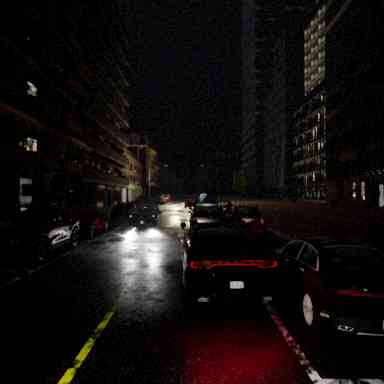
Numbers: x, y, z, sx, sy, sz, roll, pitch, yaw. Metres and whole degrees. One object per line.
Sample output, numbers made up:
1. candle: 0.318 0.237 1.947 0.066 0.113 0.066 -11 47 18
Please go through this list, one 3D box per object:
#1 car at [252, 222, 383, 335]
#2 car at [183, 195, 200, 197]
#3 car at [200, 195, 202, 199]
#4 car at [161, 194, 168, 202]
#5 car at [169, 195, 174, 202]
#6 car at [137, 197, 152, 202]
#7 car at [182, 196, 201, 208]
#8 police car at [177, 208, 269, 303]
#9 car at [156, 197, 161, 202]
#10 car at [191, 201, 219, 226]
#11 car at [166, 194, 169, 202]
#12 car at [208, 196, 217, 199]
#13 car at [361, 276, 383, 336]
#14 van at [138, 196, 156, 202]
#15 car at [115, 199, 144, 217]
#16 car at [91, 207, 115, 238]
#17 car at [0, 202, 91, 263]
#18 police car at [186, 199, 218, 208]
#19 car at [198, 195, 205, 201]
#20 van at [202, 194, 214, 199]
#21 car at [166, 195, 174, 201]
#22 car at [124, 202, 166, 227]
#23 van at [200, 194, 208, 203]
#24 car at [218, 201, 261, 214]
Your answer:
1. car: 2.689 1.551 6.636 2.008 1.369 4.403 1 0 0
2. car: -0.102 1.488 55.729 1.882 1.535 5.008 0 0 0
3. car: 2.597 1.593 56.763 1.802 1.307 4.206 1 0 0
4. car: -5.783 1.562 56.748 2.008 1.369 4.403 1 0 0
5. car: -5.811 1.332 73.458 2.192 1.841 5.009 1 0 0
6. car: -5.743 1.556 34.470 2.008 1.369 4.403 1 0 0
7. car: -0.064 1.609 45.809 1.895 1.301 4.718 0 0 0
8. police car: 0.669 1.425 8.415 1.930 1.638 5.238 0 0 -3
9. car: -5.762 1.533 45.440 1.752 1.417 4.829 1 0 0
10. car: 0.855 1.508 24.320 1.837 1.490 4.892 0 0 0
11. car: -5.793 1.538 62.149 1.752 1.417 4.829 1 0 0
12. car: 2.650 1.444 28.915 1.967 1.590 4.097 1 0 0
13. car: 2.699 1.551 1.068 2.008 1.369 4.403 1 0 0
14. van: -5.749 1.348 40.041 1.690 1.788 3.998 1 0 0
15. car: -5.732 1.569 28.901 1.947 1.339 4.313 1 0 0
16. car: -5.712 1.546 17.761 1.887 1.381 4.507 1 0 0
17. car: -5.698 1.316 12.191 2.192 1.841 5.009 1 0 0
18. police car: 0.799 1.427 18.417 1.930 1.638 5.238 0 0 -1
19. car: 2.535 1.550 90.351 1.752 1.417 4.829 1 0 0
20. van: 2.621 1.349 45.625 1.690 1.788 3.998 1 0 0
21. car: -5.845 1.569 90.167 1.887 1.381 4.507 1 0 0
22. car: -3.142 1.603 23.118 1.895 1.301 4.718 0 0 0
23. van: 2.569 1.358 73.473 1.690 1.788 3.998 1 0 0
24. car: 2.670 1.442 17.775 1.967 1.590 4.097 1 0 0
